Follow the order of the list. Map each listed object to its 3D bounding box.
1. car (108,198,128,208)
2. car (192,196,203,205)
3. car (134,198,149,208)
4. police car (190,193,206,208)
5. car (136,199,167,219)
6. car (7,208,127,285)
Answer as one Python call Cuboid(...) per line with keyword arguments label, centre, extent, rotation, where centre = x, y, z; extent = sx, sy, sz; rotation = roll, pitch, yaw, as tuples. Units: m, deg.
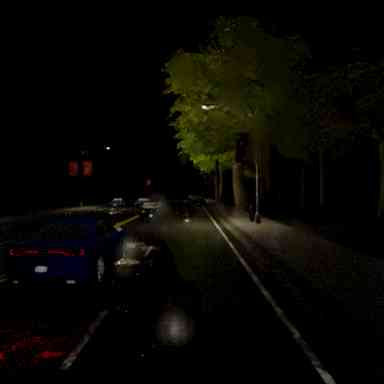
Cuboid(label="car", centre=(-9.830, 1.482, 44.440), extent=(1.994, 1.385, 4.181), rotation=(0, 0, 0))
Cuboid(label="car", centre=(0.982, 1.426, 57.752), extent=(1.837, 1.490, 4.892), rotation=(0, 0, 0))
Cuboid(label="car", centre=(-6.586, 1.465, 45.413), extent=(2.033, 1.411, 5.357), rotation=(0, 0, 0))
Cuboid(label="police car", centre=(0.981, 1.344, 47.861), extent=(1.930, 1.638, 5.238), rotation=(0, 0, 0))
Cuboid(label="car", centre=(-3.146, 1.536, 27.812), extent=(1.895, 1.301, 4.718), rotation=(0, 0, 0))
Cuboid(label="car", centre=(-3.149, 1.453, 9.416), extent=(1.882, 1.535, 5.008), rotation=(0, 0, 0))
